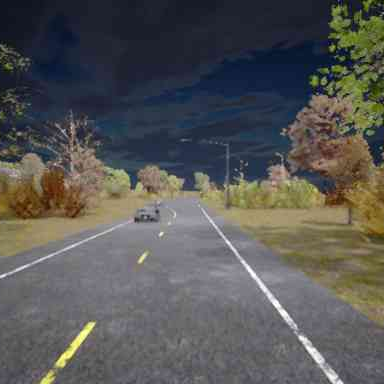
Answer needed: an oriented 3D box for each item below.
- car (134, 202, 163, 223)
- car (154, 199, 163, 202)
[{"bbox_3d":[-3.700,1.844,28.211,1.994,1.385,4.181,0,-1,-1],"label":"car"},{"bbox_3d":[-7.037,2.157,69.994,2.128,1.511,4.902,0,0,-6],"label":"car"}]
